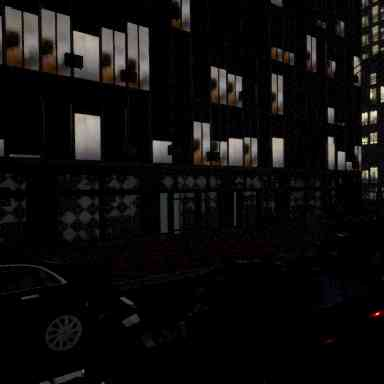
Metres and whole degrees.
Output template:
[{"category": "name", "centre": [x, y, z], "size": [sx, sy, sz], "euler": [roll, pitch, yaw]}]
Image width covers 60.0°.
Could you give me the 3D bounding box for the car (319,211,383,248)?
[{"category": "car", "centre": [5.964, 1.542, 10.992], "size": [4.507, 1.381, 1.887], "euler": [0, -1, -36]}]

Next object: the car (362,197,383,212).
[{"category": "car", "centre": [18.052, 1.442, 34.343], "size": [1.994, 1.385, 4.181], "euler": [-1, 1, -35]}]

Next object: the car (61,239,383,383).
[{"category": "car", "centre": [0.890, 1.563, 4.013], "size": [4.181, 1.385, 1.994], "euler": [0, 0, -35]}]

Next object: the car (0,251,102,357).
[{"category": "car", "centre": [-3.210, 1.551, 4.413], "size": [4.403, 1.369, 2.008], "euler": [0, -1, -36]}]

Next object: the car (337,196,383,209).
[{"category": "car", "centre": [20.550, 1.274, 40.850], "size": [1.752, 1.417, 4.829], "euler": [-1, 1, -35]}]
